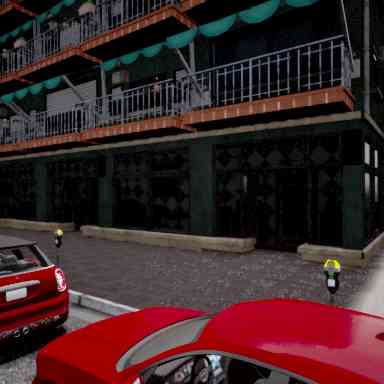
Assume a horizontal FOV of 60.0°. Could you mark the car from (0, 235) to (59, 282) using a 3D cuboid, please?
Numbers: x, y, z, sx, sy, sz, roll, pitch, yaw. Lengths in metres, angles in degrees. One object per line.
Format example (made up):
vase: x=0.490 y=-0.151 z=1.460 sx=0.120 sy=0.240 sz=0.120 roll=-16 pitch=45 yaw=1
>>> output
car: x=-4.000 y=1.440 z=5.725 sx=4.097 sy=1.590 sz=1.967 roll=0 pitch=0 yaw=35

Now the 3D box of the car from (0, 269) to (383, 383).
car: x=0.592 y=1.545 z=2.455 sx=4.507 sy=1.381 sz=1.887 roll=0 pitch=0 yaw=35
